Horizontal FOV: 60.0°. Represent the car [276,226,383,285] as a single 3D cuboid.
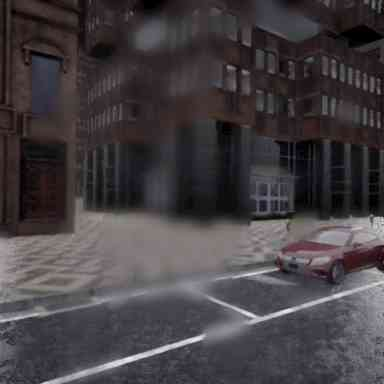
[{"bbox_3d":[4.296,1.671,9.712,4.206,1.307,1.802,1,0,-36],"label":"car"}]
